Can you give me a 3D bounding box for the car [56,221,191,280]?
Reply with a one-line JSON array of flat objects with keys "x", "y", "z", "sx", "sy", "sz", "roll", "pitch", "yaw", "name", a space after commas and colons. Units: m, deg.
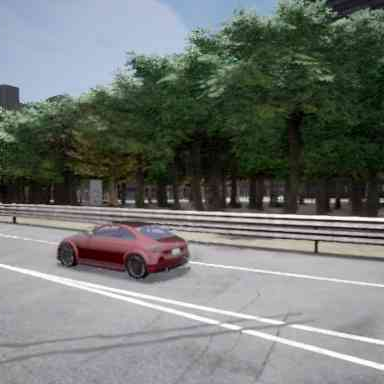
[{"x": -2.127, "y": 1.574, "z": 10.028, "sx": 4.181, "sy": 1.385, "sz": 1.994, "roll": 0, "pitch": 0, "yaw": 32, "name": "car"}]
